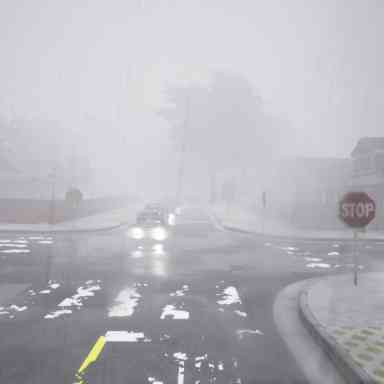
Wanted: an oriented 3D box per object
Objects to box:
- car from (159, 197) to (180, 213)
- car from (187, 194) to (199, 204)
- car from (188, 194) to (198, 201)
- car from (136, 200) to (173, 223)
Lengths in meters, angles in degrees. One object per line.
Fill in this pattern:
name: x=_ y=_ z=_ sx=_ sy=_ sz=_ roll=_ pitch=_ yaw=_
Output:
car: x=-2.710 y=1.342 z=35.037 sx=2.128 sy=1.511 sz=4.902 roll=0 pitch=0 yaw=0
car: x=0.222 y=1.114 z=56.356 sx=1.882 sy=1.535 sz=5.008 roll=0 pitch=1 yaw=0
car: x=0.264 y=1.073 z=66.777 sx=1.994 sy=1.385 sz=4.181 roll=0 pitch=1 yaw=0
car: x=-2.803 y=1.530 z=24.671 sx=1.895 sy=1.301 sz=4.718 roll=0 pitch=0 yaw=2
